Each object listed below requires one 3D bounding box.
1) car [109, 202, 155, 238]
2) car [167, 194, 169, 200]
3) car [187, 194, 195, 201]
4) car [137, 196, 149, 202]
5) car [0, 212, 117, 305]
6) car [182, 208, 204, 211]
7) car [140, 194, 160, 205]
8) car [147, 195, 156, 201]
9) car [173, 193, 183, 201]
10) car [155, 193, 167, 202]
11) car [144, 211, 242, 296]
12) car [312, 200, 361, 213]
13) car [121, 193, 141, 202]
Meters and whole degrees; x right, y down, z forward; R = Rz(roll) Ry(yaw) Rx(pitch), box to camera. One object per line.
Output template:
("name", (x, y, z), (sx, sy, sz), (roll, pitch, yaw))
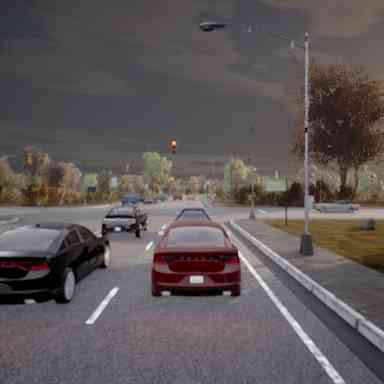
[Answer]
("car", (-3.434, 1.486, 17.671), (2.128, 1.511, 4.902), (0, 0, -1))
("car", (-7.203, 1.316, 87.829), (2.097, 1.767, 4.553), (0, 0, 0))
("car", (-0.202, 1.321, 85.852), (2.097, 1.767, 4.553), (0, 0, 0))
("car", (-10.675, 1.572, 72.985), (1.895, 1.301, 4.718), (0, 0, 0))
("car", (-3.417, 1.475, 8.184), (1.882, 1.535, 5.008), (0, 0, 0))
("car", (0.061, 1.558, 17.648), (1.994, 1.385, 4.181), (0, 0, 0))
("car", (-7.213, 1.545, 57.342), (1.994, 1.385, 4.181), (0, 0, 0))
("car", (-10.703, 1.459, 88.218), (1.837, 1.490, 4.892), (0, 0, 0))
("car", (-3.702, 1.190, 85.488), (2.150, 2.045, 5.566), (0, 0, 0))
("car", (-7.174, 1.202, 72.349), (2.150, 2.045, 5.566), (0, 0, 0))
("car", (0.081, 1.475, 8.659), (1.882, 1.535, 5.008), (0, 0, 0))
("car", (15.900, 1.588, 36.905), (4.718, 1.301, 1.895), (0, 0, 3))
("car", (-10.712, 1.203, 57.652), (2.150, 2.045, 5.566), (0, 0, 0))
